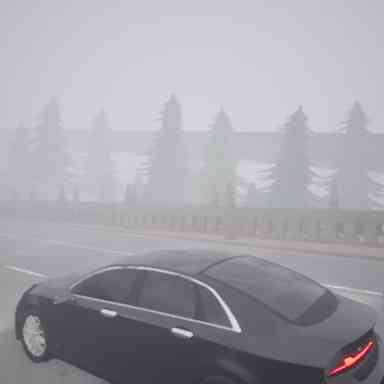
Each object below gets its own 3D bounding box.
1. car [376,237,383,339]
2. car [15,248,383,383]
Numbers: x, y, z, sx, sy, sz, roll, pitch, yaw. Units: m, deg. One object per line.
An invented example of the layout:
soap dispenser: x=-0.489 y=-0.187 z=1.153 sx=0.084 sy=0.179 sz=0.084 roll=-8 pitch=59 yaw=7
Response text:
car: x=5.278 y=1.535 z=4.526 sx=4.674 sy=1.442 sz=1.812 roll=0 pitch=0 yaw=36
car: x=-0.354 y=1.502 z=4.244 sx=4.892 sy=1.490 sz=1.837 roll=-1 pitch=0 yaw=35
